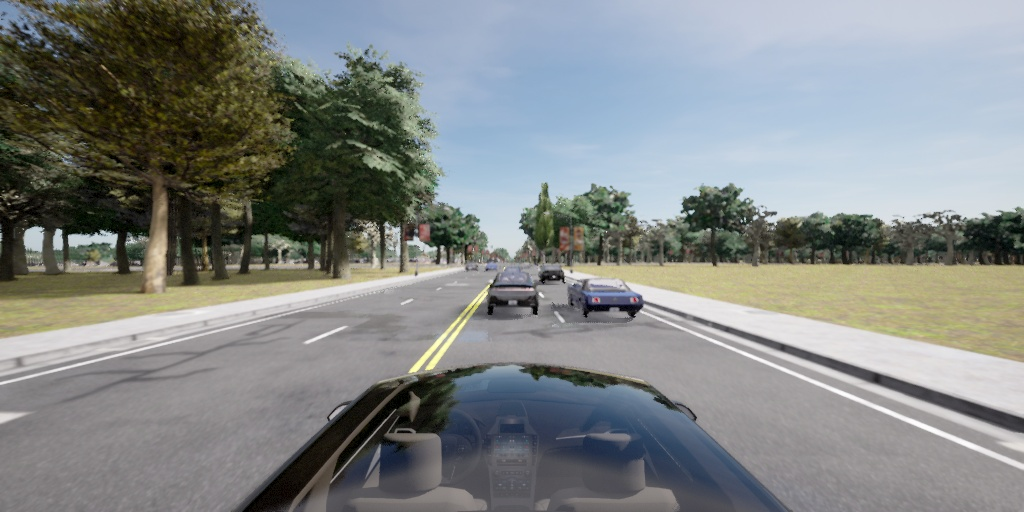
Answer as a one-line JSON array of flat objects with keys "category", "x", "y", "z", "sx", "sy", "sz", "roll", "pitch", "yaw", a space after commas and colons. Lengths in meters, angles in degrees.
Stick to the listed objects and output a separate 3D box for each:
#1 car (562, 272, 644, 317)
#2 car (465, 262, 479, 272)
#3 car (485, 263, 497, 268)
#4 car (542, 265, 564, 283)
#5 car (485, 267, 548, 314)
[{"category": "car", "x": 3.292, "y": 1.455, "z": 13.651, "sx": 1.895, "sy": 1.301, "sz": 4.718, "roll": 0, "pitch": 0, "yaw": 1}, {"category": "car", "x": -6.561, "y": 1.764, "z": 58.654, "sx": 2.128, "sy": 1.511, "sz": 4.902, "roll": 0, "pitch": -1, "yaw": 0}, {"category": "car", "x": -3.310, "y": 1.798, "z": 58.660, "sx": 1.812, "sy": 1.442, "sz": 4.674, "roll": 0, "pitch": -1, "yaw": 0}, {"category": "car", "x": 3.306, "y": 1.484, "z": 30.461, "sx": 1.882, "sy": 1.535, "sz": 5.008, "roll": 0, "pitch": 0, "yaw": 0}, {"category": "car", "x": 0.047, "y": 1.352, "z": 14.262, "sx": 2.128, "sy": 1.511, "sz": 4.902, "roll": 0, "pitch": 0, "yaw": 1}]
